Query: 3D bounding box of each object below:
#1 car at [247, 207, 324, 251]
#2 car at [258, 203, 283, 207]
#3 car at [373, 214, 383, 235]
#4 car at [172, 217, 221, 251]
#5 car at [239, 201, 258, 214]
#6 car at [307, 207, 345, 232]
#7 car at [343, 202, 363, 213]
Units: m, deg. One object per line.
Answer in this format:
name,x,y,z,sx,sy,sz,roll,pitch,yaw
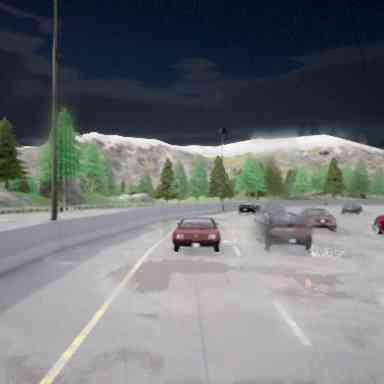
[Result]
car,3.908,1.640,14.829,2.128,1.511,4.902,0,0,4
car,8.800,1.916,35.882,1.994,1.385,4.181,0,-1,21
car,11.283,1.536,17.269,2.097,1.767,4.553,0,-1,7
car,0.284,1.740,14.795,1.895,1.301,4.718,0,-1,3
car,7.147,1.866,40.159,1.882,1.535,5.008,-1,-1,26
car,8.095,1.768,21.872,2.033,1.411,5.357,0,-1,11
car,20.769,2.006,43.023,1.994,1.385,4.181,0,-1,34
